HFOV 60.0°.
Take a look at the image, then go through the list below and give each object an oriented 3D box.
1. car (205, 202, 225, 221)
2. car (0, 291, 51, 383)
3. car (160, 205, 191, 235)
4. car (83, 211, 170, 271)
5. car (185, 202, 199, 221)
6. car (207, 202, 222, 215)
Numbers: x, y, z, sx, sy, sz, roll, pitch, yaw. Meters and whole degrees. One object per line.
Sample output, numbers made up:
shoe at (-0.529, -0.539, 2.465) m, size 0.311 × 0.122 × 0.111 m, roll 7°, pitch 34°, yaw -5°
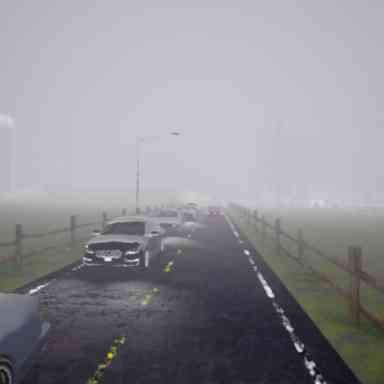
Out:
car at (2.263, 2.019, 32.986) m, size 2.033 × 1.411 × 5.357 m, roll 1°, pitch -1°, yaw 5°
car at (-2.810, 1.538, 1.844) m, size 2.033 × 1.411 × 5.357 m, roll 1°, pitch -1°, yaw 4°
car at (-1.448, 1.815, 21.334) m, size 2.033 × 1.411 × 5.357 m, roll 1°, pitch -1°, yaw 4°
car at (-2.134, 1.634, 11.580) m, size 1.837 × 1.490 × 4.892 m, roll 1°, pitch -1°, yaw 4°
car at (-0.710, 1.975, 31.345) m, size 1.994 × 1.385 × 4.181 m, roll 1°, pitch -1°, yaw 5°
car at (2.960, 2.130, 43.563) m, size 1.837 × 1.490 × 4.892 m, roll 1°, pitch 0°, yaw 4°
